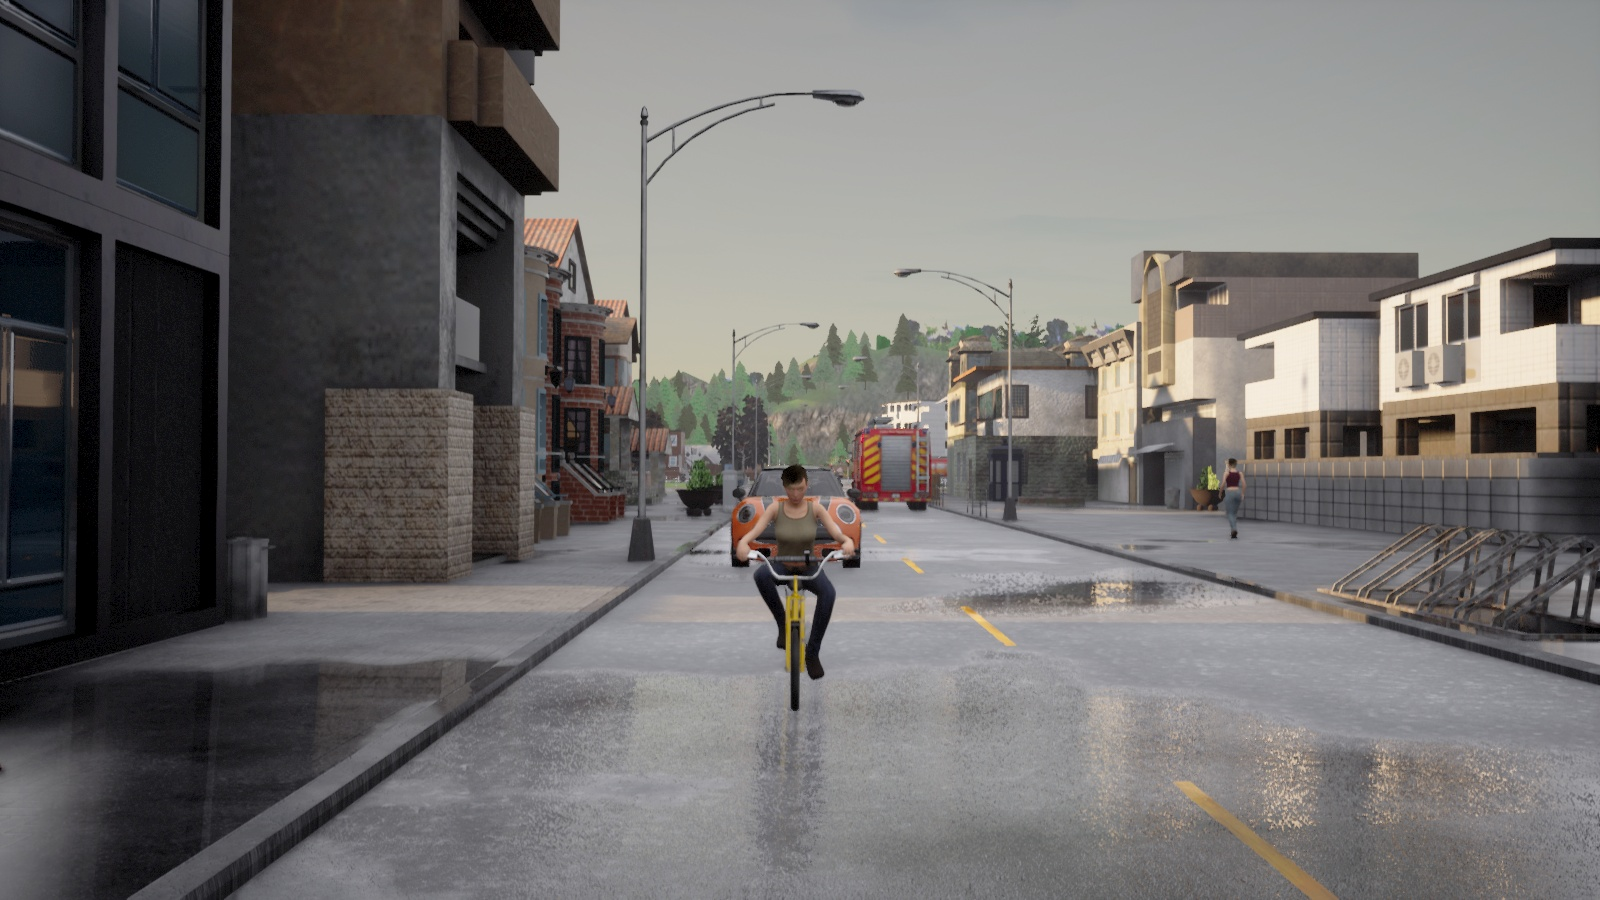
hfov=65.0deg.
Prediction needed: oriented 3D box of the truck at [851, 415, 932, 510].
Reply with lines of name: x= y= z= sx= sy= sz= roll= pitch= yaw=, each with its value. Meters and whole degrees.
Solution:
truck: x=3.857 y=0.582 z=54.986 sx=2.891 sy=3.827 sz=8.468 roll=0 pitch=-1 yaw=0

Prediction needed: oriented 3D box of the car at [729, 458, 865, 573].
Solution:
car: x=-0.055 y=1.046 z=21.610 sx=2.097 sy=1.767 sz=4.553 roll=0 pitch=-1 yaw=0

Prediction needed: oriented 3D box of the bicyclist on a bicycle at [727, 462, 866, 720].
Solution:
bicyclist on a bicycle: x=-0.023 y=0.901 z=8.665 sx=0.866 sy=1.612 sz=1.509 roll=0 pitch=-1 yaw=0
